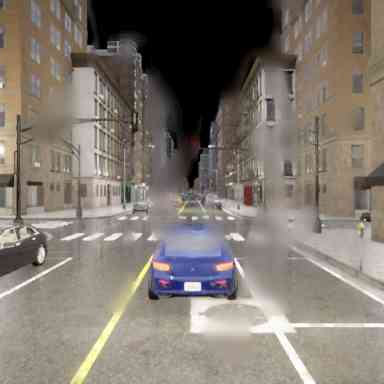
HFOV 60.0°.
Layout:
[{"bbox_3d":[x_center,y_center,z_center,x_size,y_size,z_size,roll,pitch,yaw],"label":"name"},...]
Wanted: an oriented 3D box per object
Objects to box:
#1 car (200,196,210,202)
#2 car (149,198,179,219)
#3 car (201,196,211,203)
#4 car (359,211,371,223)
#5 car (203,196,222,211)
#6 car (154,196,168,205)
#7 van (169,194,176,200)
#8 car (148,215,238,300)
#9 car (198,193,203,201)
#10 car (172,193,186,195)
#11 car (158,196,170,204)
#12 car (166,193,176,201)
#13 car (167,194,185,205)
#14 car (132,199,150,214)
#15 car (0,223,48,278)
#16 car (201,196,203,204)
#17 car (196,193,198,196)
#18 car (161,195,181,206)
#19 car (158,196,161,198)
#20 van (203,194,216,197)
[{"bbox_3d":[2.829,1.528,73.508,2.008,1.369,4.403,0,0,0],"label":"car"},{"bbox_3d":[-2.537,1.539,29.649,2.033,1.411,5.357,0,0,-6],"label":"car"},{"bbox_3d":[2.814,1.545,68.102,1.947,1.339,4.313,0,0,0],"label":"car"},{"bbox_3d":[15.127,1.631,23.996,5.357,1.411,2.033,0,0,0],"label":"car"},{"bbox_3d":[2.741,1.538,41.071,2.008,1.369,4.403,0,0,0],"label":"car"},{"bbox_3d":[-5.268,1.422,57.308,1.967,1.590,4.097,0,0,0],"label":"car"},{"bbox_3d":[-5.219,1.314,89.745,1.690,1.788,3.998,0,0,0],"label":"van"},{"bbox_3d":[0.039,1.524,8.247,1.812,1.442,4.674,0,0,1],"label":"car"},{"bbox_3d":[2.800,1.296,62.696,2.192,1.841,5.009,0,0,0],"label":"car"},{"bbox_3d":[-2.579,1.369,69.436,1.994,1.385,4.181,0,0,0],"label":"car"},{"bbox_3d":[-5.261,1.506,62.544,1.752,1.417,4.829,0,0,0],"label":"car"},{"bbox_3d":[-5.227,1.290,84.339,2.192,1.841,5.009,0,0,0],"label":"car"},{"bbox_3d":[-2.674,1.461,54.799,1.882,1.535,5.008,0,0,0],"label":"car"},{"bbox_3d":[-5.301,1.540,35.683,2.008,1.369,4.403,0,0,0],"label":"car"},{"bbox_3d":[-5.365,1.549,8.807,2.008,1.369,4.403,0,0,0],"label":"car"},{"bbox_3d":[2.770,1.566,51.883,1.802,1.307,4.206,0,0,0],"label":"car"},{"bbox_3d":[2.888,1.516,95.133,1.887,1.381,4.507,0,0,0],"label":"car"},{"bbox_3d":[-2.716,1.512,43.075,1.812,1.442,4.674,0,0,0],"label":"car"},{"bbox_3d":[-5.294,1.513,40.920,1.752,1.417,4.829,0,0,0],"label":"car"},{"bbox_3d":[2.756,1.327,46.477,1.690,1.788,3.998,0,0,0],"label":"van"}]
